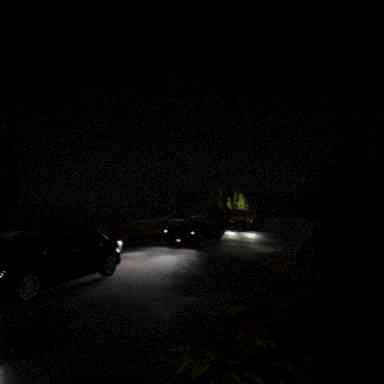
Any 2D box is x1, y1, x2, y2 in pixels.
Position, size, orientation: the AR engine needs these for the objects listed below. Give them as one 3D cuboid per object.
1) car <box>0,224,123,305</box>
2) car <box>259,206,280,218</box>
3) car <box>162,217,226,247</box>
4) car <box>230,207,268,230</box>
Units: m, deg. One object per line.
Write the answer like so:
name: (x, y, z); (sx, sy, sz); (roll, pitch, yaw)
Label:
car: (-3.719, 1.667, 8.742); (1.837, 1.490, 4.892); (0, -2, 21)
car: (10.283, 2.747, 48.162); (4.553, 1.767, 2.097); (0, -2, 40)
car: (0.236, 2.061, 17.867); (1.895, 1.301, 4.718); (0, -2, 24)
car: (4.656, 2.265, 27.812); (1.882, 1.535, 5.008); (0, -2, 24)
